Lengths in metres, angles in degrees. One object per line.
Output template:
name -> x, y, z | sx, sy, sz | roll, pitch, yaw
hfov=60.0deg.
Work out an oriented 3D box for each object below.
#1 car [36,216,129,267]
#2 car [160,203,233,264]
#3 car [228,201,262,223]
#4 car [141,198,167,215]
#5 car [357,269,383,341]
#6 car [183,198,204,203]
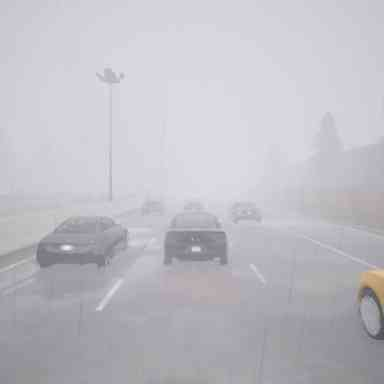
car -> -3.390, 1.469, 11.038 | 1.994, 1.385, 4.181 | 0, 1, 0
car -> 0.111, 1.379, 11.501 | 1.882, 1.535, 5.008 | 0, 1, 0
car -> 3.625, 1.349, 23.497 | 2.033, 1.411, 5.357 | 0, 1, 0
car -> -3.367, 1.237, 29.939 | 2.128, 1.511, 4.902 | 0, 1, 0
car -> 3.602, 1.449, 3.397 | 1.882, 1.535, 5.008 | 0, 1, 0
car -> 0.124, 1.262, 30.988 | 1.812, 1.442, 4.674 | 0, 1, 0
